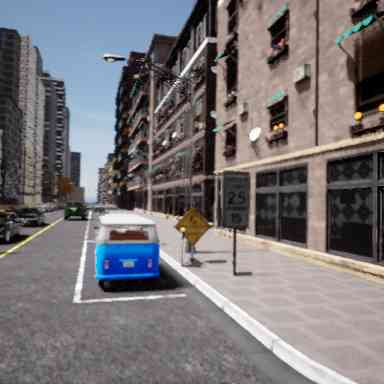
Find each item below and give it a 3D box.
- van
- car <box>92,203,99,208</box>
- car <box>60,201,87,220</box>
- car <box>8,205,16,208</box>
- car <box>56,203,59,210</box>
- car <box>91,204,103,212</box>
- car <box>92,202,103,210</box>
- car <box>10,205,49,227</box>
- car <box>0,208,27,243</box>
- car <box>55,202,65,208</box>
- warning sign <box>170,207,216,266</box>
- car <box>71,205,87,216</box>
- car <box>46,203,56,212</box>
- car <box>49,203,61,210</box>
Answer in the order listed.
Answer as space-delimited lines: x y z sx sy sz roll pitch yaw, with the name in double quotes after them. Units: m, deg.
-2.096 1.595 10.014 1.690 1.788 3.998 2 -2 -17 "van"
-25.936 3.695 89.479 1.802 1.307 4.206 2 -2 -17 "car"
-12.929 2.033 36.919 2.150 2.045 5.566 2 -2 -16 "car"
-18.069 2.061 34.101 1.967 1.590 4.097 2 -2 -17 "car"
-26.013 2.680 60.592 1.967 1.590 4.097 2 -2 -17 "car"
-17.990 3.030 62.990 2.008 1.369 4.403 2 -2 -17 "car"
-16.401 2.906 57.691 2.008 1.369 4.403 2 -2 -17 "car"
-13.405 2.053 27.575 1.812 1.442 4.674 2 -2 -16 "car"
-10.490 1.809 17.841 1.837 1.490 4.892 2 -2 -17 "car"
-32.322 3.267 81.618 1.752 1.417 4.829 2 -2 -17 "car"
0.012 1.450 11.270 1.300 1.860 1.060 2 -2 -17 "warning sign"
-16.270 2.631 47.900 1.994 1.385 4.181 2 -2 -16 "car"
-24.427 2.666 55.291 2.008 1.369 4.403 2 -2 -17 "car"
-29.193 3.036 71.184 1.887 1.381 4.507 2 -2 -17 "car"
